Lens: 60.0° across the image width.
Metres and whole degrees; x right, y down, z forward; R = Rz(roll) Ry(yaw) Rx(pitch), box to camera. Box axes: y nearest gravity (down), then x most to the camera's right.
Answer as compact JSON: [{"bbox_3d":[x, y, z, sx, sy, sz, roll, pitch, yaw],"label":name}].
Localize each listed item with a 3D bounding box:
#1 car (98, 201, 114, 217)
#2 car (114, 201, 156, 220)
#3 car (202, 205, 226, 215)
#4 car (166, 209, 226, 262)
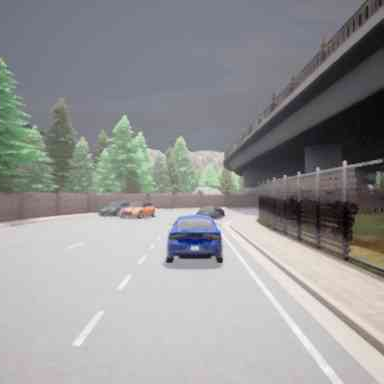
[{"bbox_3d":[-8.024,1.756,35.749,2.097,1.767,4.553,0,-1,21],"label":"car"},{"bbox_3d":[-5.341,1.723,32.817,2.097,1.767,4.553,0,-1,18],"label":"car"},{"bbox_3d":[1.967,1.930,32.410,1.994,1.385,4.181,0,-1,18],"label":"car"},{"bbox_3d":[0.096,1.623,12.781,1.882,1.535,5.008,0,-1,0],"label":"car"}]
